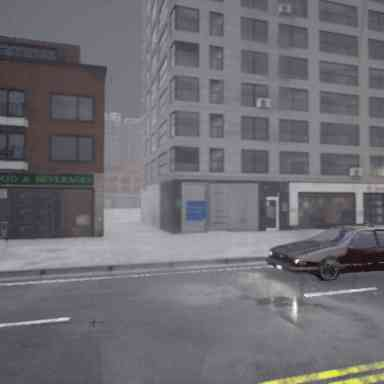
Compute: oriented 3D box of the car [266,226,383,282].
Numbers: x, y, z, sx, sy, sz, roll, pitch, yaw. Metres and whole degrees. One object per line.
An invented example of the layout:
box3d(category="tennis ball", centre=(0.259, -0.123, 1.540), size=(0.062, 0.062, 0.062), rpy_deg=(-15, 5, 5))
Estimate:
box3d(category="car", centre=(5.065, 1.779, 10.334), size=(5.357, 1.411, 2.033), rpy_deg=(0, -1, -16))
